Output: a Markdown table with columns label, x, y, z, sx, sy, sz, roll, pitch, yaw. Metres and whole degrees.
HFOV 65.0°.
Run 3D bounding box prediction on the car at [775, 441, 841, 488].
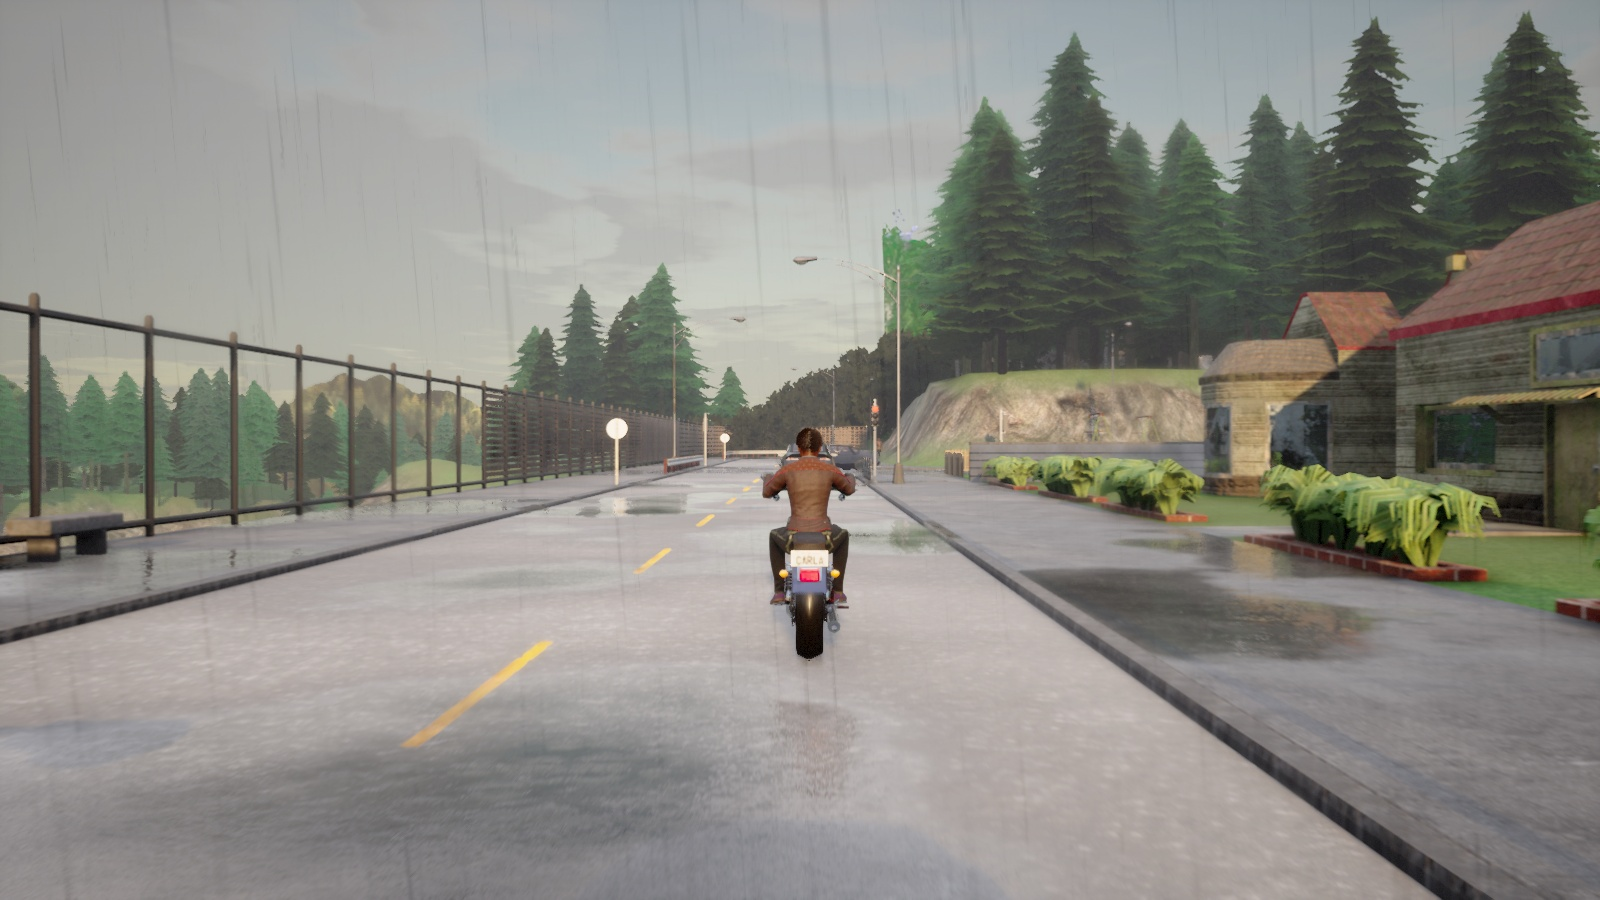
| label | x | y | z | sx | sy | sz | roll | pitch | yaw |
| --- | --- | --- | --- | --- | --- | --- | --- | --- | --- |
| car | 0.272 | 0.459 | 43.213 | 2.128 | 1.511 | 4.902 | 0 | 0 | 0 |

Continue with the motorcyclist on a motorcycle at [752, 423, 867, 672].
| label | x | y | z | sx | sy | sz | roll | pitch | yaw |
| --- | --- | --- | --- | --- | --- | --- | --- | --- | --- |
| motorcyclist on a motorcycle | 0.069 | 0.643 | 9.505 | 0.766 | 1.649 | 2.350 | 0 | 0 | 0 |

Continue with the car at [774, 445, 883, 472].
| label | x | y | z | sx | sy | sz | roll | pitch | yaw |
| --- | --- | --- | --- | --- | --- | --- | --- | --- | --- |
| car | 1.482 | 0.425 | 65.662 | 5.357 | 1.411 | 2.033 | 0 | 0 | -25 |
